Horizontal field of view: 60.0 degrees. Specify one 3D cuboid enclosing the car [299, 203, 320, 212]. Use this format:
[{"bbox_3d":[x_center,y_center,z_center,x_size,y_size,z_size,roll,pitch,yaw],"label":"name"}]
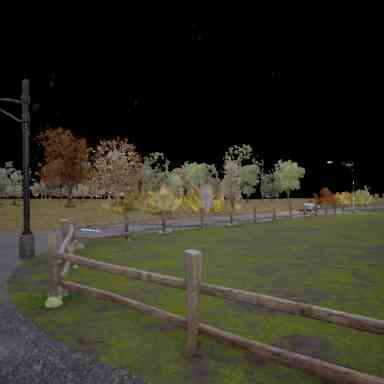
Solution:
[{"bbox_3d":[18.795,2.449,53.016,2.033,1.411,5.357,-1,-2,40],"label":"car"}]
